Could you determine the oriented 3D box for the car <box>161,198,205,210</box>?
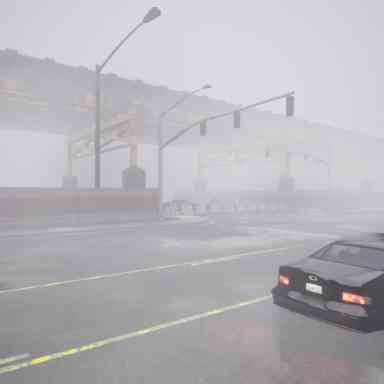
[{"bbox_3d":[-0.900,1.295,35.980,4.536,1.218,1.853,0,0,7],"label":"car"}]

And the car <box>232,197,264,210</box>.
[{"bbox_3d":[6.690,1.295,42.488,4.536,1.218,1.853,0,0,-8],"label":"car"}]

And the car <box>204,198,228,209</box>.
[{"bbox_3d":[2.885,1.295,38.746,1.853,1.218,4.536,0,0,17],"label":"car"}]

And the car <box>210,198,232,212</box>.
[{"bbox_3d":[2.869,1.453,38.696,2.038,1.542,4.974,0,0,17],"label":"car"}]

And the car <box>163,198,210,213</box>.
[{"bbox_3d":[-0.848,1.453,35.974,4.974,1.542,2.038,0,0,7],"label":"car"}]

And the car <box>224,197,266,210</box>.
[{"bbox_3d":[6.742,1.453,42.495,4.974,1.542,2.038,0,0,-8],"label":"car"}]

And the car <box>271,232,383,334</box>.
[{"bbox_3d":[3.937,1.547,6.660,5.357,1.411,2.033,0,0,-36],"label":"car"}]
